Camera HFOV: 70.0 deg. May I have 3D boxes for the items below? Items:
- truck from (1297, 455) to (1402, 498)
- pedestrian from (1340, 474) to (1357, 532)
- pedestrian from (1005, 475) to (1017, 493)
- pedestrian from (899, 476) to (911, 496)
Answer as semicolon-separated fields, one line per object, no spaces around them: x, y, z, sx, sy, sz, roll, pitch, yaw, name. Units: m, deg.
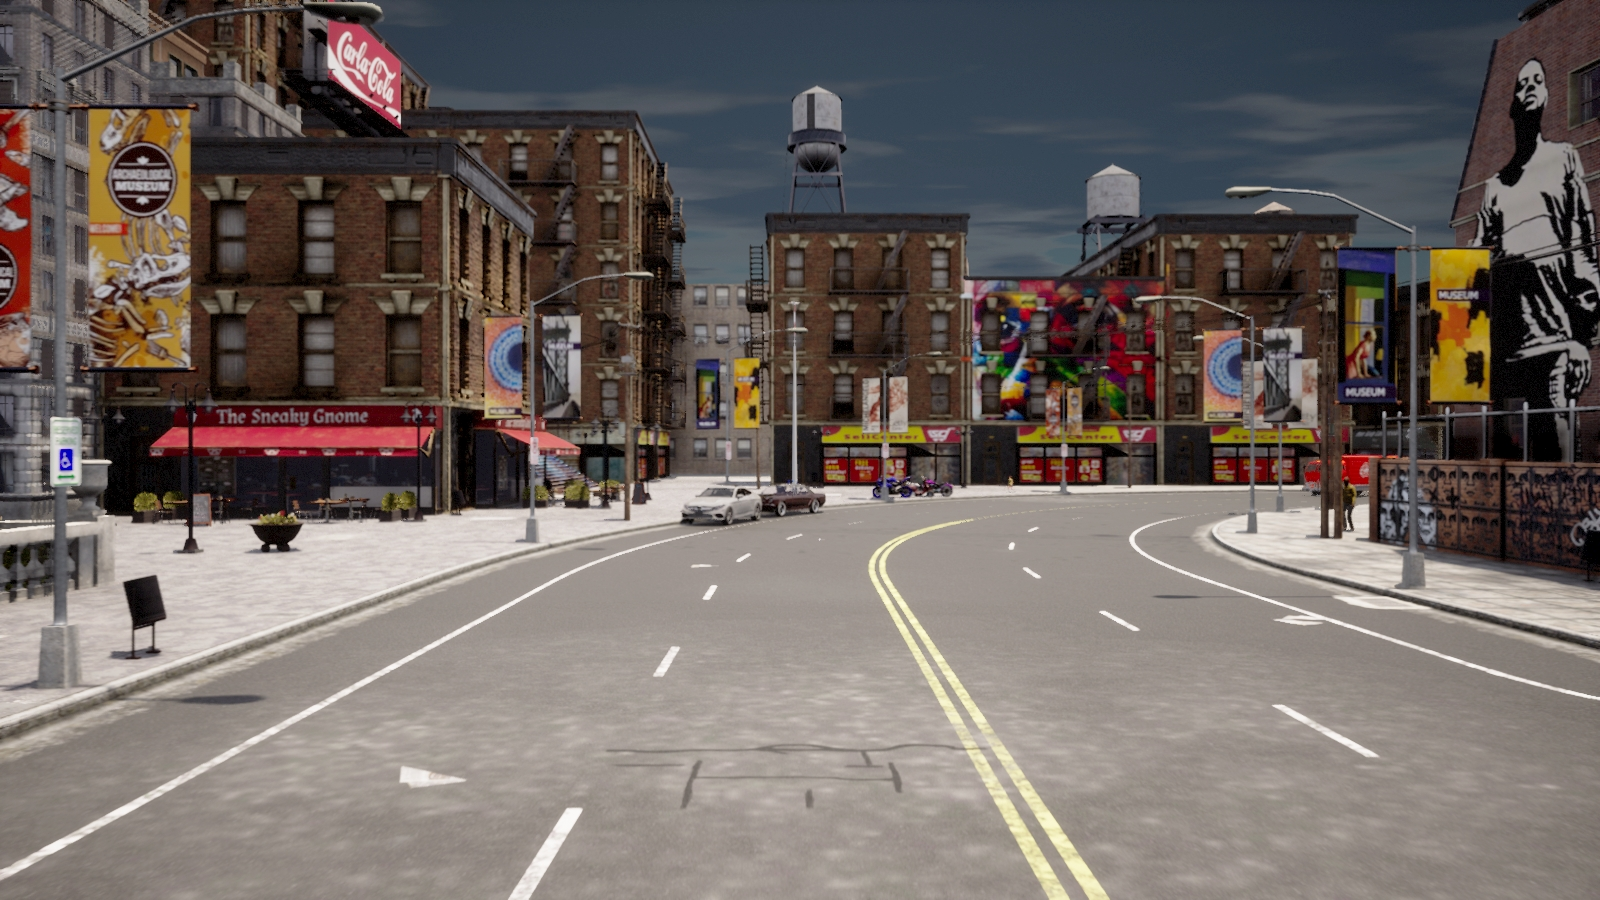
33.053;1.567;68.767;5.204;2.467;2.627;0;0;-12;truck
17.686;1.696;36.851;0.375;1.860;0.375;0;0;-36;pedestrian
13.074;2.075;70.748;0.500;1.100;0.500;0;0;-34;pedestrian
6.106;2.075;66.226;0.500;1.100;0.500;0;0;-37;pedestrian
